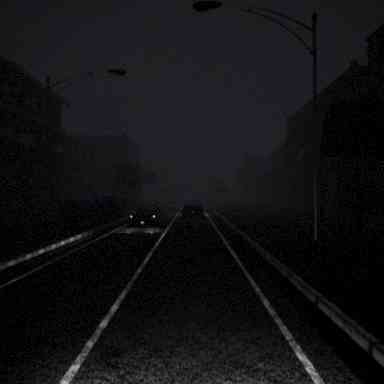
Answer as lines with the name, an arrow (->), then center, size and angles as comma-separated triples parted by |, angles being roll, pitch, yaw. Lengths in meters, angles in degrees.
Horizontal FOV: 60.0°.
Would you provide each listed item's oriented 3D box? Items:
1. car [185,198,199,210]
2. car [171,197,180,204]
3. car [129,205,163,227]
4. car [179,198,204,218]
car -> 0.062, 1.575, 44.741 | 1.812, 1.442, 4.674 | 1, -2, 1
car -> -3.023, 1.652, 64.733 | 1.812, 1.442, 4.674 | 0, 0, 0
car -> -3.102, 1.618, 23.055 | 1.895, 1.301, 4.718 | 0, 0, 0
car -> 0.096, 1.516, 30.270 | 1.882, 1.535, 5.008 | 0, 0, 0
